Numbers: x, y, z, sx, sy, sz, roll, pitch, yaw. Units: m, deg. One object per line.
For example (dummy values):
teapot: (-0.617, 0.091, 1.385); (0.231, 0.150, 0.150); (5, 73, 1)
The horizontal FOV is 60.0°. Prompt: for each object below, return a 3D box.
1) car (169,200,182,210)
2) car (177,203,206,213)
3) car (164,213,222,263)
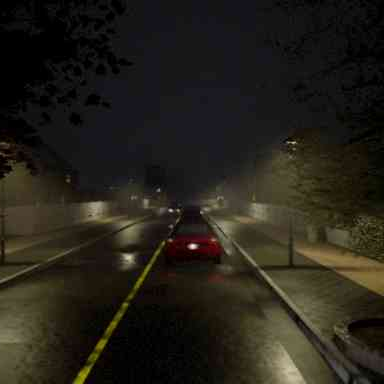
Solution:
car: (-2.802, 2.140, 58.016); (2.097, 1.767, 4.553); (0, -1, 1)
car: (0.041, 1.869, 27.419); (1.837, 1.490, 4.892); (0, 0, 1)
car: (0.045, 1.732, 12.621); (1.994, 1.385, 4.181); (0, -1, 0)
